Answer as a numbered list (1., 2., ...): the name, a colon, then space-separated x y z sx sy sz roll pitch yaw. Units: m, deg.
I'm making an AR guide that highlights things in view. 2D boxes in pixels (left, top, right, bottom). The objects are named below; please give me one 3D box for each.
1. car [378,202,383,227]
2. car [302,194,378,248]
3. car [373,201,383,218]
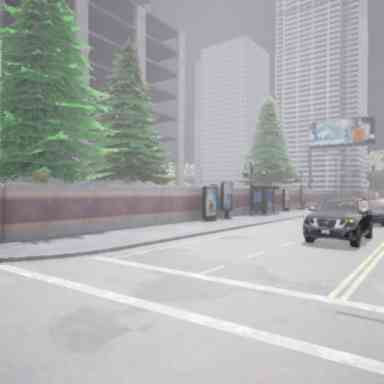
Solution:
1. car: 12.880 1.532 23.724 1.882 1.535 5.008 1 0 36
2. car: 6.988 1.254 15.618 2.150 2.045 5.566 1 0 36
3. car: 18.794 1.640 31.844 1.994 1.385 4.181 1 0 36
